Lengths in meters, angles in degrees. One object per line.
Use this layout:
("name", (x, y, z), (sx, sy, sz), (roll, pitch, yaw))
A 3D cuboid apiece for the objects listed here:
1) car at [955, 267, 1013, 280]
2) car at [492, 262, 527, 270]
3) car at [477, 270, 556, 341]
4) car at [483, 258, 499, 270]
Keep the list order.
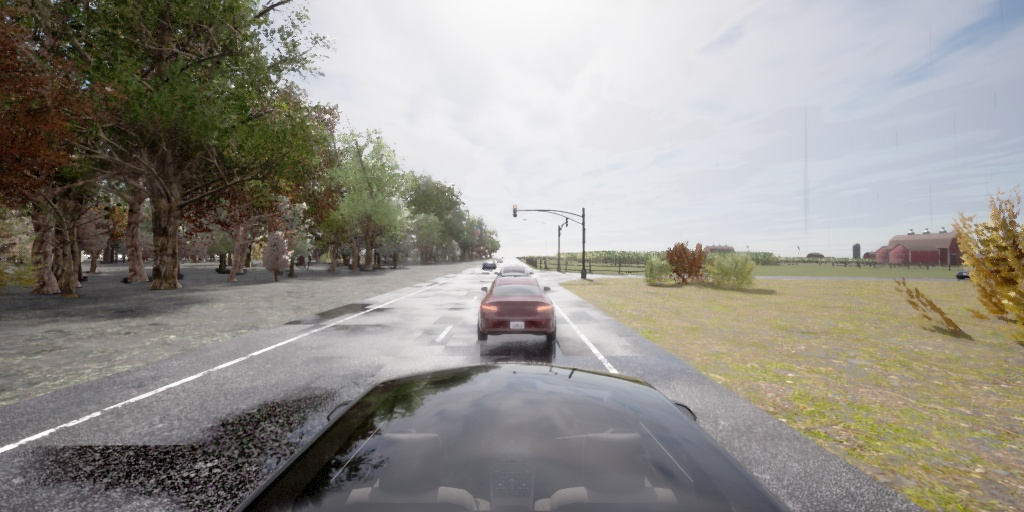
("car", (48.942, 1.845, 37.138), (4.181, 1.385, 1.994), (1, -1, 0))
("car", (0.104, 1.259, 19.042), (1.837, 1.490, 4.892), (0, 0, 0))
("car", (0.111, 1.278, 9.780), (1.812, 1.442, 4.674), (0, 0, 0))
("car", (-3.386, 1.320, 54.506), (1.994, 1.385, 4.181), (0, 0, 0))
